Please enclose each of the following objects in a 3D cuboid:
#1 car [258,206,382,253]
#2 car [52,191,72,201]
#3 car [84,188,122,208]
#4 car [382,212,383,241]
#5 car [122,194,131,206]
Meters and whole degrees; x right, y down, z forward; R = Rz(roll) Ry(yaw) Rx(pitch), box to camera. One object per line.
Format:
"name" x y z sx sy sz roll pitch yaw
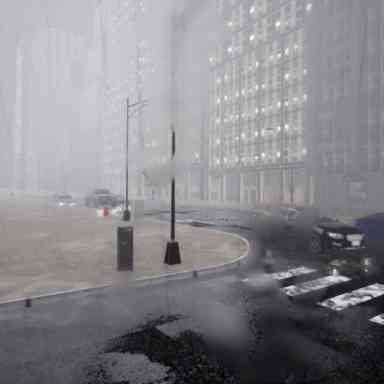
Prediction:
"car" 4.683 1.389 13.674 2.128 1.511 4.902 1 2 -23
"car" -19.379 0.536 49.709 1.895 1.301 4.718 1 1 -35
"car" -9.957 0.624 35.985 2.150 2.045 5.566 1 1 -35
"car" 8.960 1.546 14.425 1.994 1.385 4.181 0 1 -35
"car" -9.138 0.931 40.503 2.033 1.411 5.357 1 1 -35
